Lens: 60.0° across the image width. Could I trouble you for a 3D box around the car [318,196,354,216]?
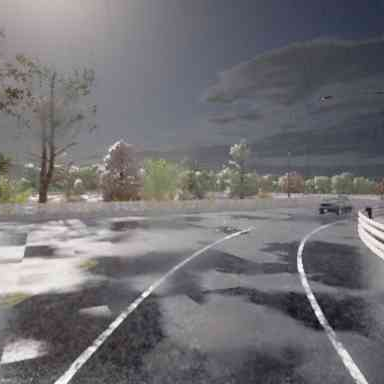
[{"bbox_3d":[13.798,1.433,31.730,4.892,1.490,1.837,0,1,-44],"label":"car"}]
